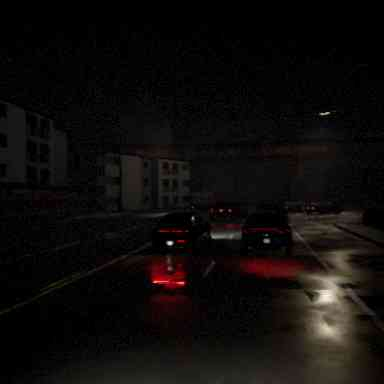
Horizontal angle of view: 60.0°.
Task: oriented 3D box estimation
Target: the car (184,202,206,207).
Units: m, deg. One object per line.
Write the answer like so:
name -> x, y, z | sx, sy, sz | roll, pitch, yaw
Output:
car -> 1.088, 1.957, 43.522 | 4.718, 1.301, 1.895 | 0, -1, -45

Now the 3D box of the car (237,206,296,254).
car -> 3.136, 1.568, 14.146 | 1.882, 1.535, 5.008 | -1, 0, 12

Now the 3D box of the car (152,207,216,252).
car -> -0.327, 1.635, 14.685 | 1.837, 1.490, 4.892 | -1, 0, 12

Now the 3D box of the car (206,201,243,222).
car -> 3.221, 1.561, 28.583 | 2.097, 1.767, 4.553 | -1, -1, 25

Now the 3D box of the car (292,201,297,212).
car -> 12.309, 1.762, 39.164 | 5.357, 1.411, 2.033 | 0, -1, -33

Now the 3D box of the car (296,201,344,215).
car -> 14.251, 1.719, 36.250 | 5.357, 1.411, 2.033 | 0, -1, -33

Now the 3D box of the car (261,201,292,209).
car -> 6.615, 1.648, 27.492 | 1.882, 1.535, 5.008 | -1, 0, 26
